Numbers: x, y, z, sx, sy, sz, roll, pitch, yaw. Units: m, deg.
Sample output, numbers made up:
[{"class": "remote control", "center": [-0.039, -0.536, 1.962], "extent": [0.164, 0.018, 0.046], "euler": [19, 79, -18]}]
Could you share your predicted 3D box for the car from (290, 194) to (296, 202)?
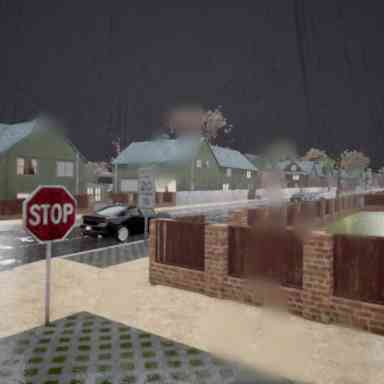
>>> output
[{"class": "car", "center": [15.255, 0.643, 45.941], "extent": [2.033, 1.411, 5.357], "euler": [2, 2, 35]}]

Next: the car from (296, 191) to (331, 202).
[{"class": "car", "center": [14.898, 0.810, 40.577], "extent": [2.033, 1.411, 5.357], "euler": [2, 2, 35]}]

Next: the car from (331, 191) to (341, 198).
[{"class": "car", "center": [20.387, 0.613, 48.443], "extent": [1.812, 1.442, 4.674], "euler": [2, 2, 35]}]

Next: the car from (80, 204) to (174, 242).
[{"class": "car", "center": [-2.802, 1.284, 15.600], "extent": [1.882, 1.535, 5.008], "euler": [2, 2, 35]}]
